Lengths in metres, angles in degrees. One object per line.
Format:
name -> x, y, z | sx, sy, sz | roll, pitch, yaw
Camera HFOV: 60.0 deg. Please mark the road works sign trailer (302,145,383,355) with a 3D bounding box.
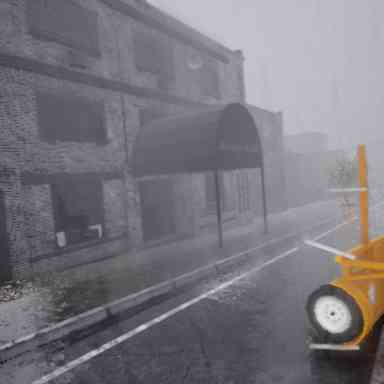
road works sign trailer -> 3.557, 0.698, 4.119 | 3.560, 2.880, 2.380 | -2, 0, 43
